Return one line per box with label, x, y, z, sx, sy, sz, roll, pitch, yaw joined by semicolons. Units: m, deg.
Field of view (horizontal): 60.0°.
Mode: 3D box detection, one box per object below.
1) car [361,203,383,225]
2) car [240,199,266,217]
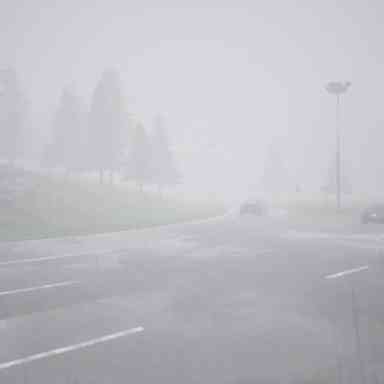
car;12.719;1.376;21.412;4.181;1.385;1.994;-1;0;-35
car;5.478;1.347;29.597;1.812;1.442;4.674;0;0;20
